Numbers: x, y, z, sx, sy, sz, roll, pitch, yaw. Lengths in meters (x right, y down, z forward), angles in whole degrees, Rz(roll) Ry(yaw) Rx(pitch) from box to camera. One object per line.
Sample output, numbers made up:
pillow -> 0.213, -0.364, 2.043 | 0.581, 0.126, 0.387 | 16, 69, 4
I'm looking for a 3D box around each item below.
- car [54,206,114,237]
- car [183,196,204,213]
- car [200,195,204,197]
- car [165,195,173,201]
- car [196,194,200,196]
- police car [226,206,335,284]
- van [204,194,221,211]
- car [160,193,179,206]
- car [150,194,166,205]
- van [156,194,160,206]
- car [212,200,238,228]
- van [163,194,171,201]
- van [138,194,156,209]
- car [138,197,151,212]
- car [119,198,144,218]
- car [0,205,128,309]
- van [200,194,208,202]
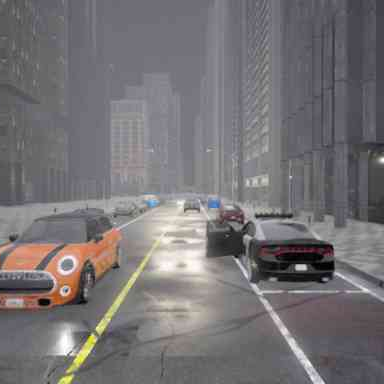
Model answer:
car -> -5.803, 1.566, 18.524 | 1.947, 1.339, 4.313 | 0, 0, 0
car -> -0.006, 1.547, 37.761 | 2.033, 1.411, 5.357 | 0, 0, 0
car -> 2.636, 1.581, 58.032 | 1.802, 1.307, 4.206 | 0, 0, 0
car -> -5.951, 1.540, 86.214 | 1.887, 1.381, 4.507 | 0, 0, 0
car -> -0.101, 1.504, 48.114 | 1.837, 1.490, 4.892 | 0, 0, 0
police car -> 2.348, 1.425, 9.761 | 1.930, 1.638, 5.238 | 0, 0, 0
van -> 2.672, 1.341, 41.110 | 1.690, 1.788, 3.998 | 0, 0, 0
car -> -3.104, 1.209, 48.701 | 1.895, 1.301, 4.718 | 0, 0, 0
car -> -5.891, 1.314, 58.010 | 2.192, 1.841, 5.009 | 0, 0, 0
van -> -5.866, 1.340, 46.728 | 1.690, 1.788, 3.998 | 0, 0, 0
car -> 2.709, 1.545, 24.188 | 1.887, 1.381, 4.507 | 0, 0, 0
van -> -5.940, 1.337, 80.574 | 1.690, 1.788, 3.998 | 0, 0, 0
van -> -5.854, 1.340, 41.087 | 1.690, 1.788, 3.998 | 0, 0, 0
car -> -5.840, 1.525, 35.276 | 1.752, 1.417, 4.829 | 0, 0, 0
car -> -5.828, 1.550, 29.806 | 2.008, 1.369, 4.403 | 0, 0, 0
car -> -3.115, 1.352, 8.081 | 2.097, 1.767, 4.553 | 0, 0, 0
van -> 2.598, 1.338, 74.954 | 1.690, 1.788, 3.998 | 0, 0, 0
